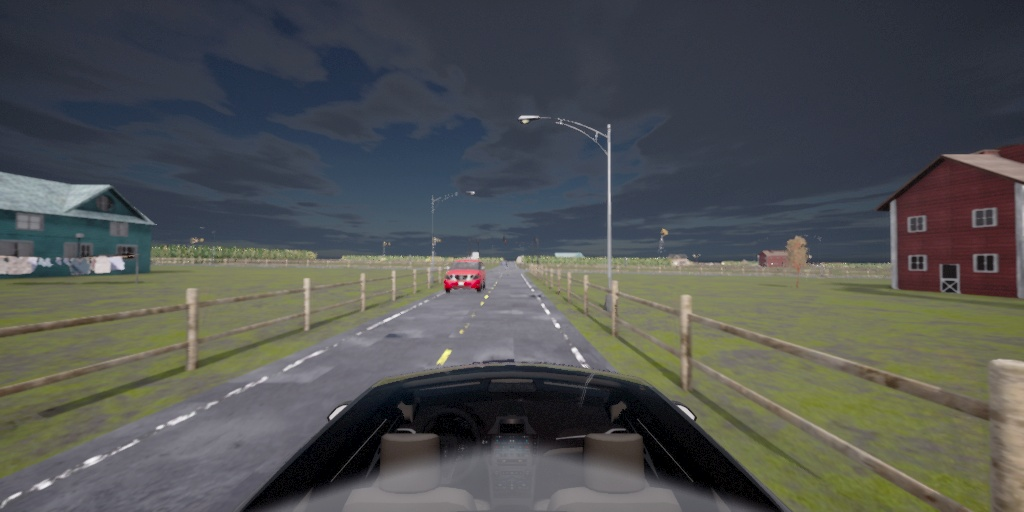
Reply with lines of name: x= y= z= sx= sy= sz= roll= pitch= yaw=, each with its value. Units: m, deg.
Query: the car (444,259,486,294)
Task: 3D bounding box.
car: x=-2.859 y=1.227 z=22.893 sx=2.150 sy=2.045 sz=5.566 roll=0 pitch=-1 yaw=0
